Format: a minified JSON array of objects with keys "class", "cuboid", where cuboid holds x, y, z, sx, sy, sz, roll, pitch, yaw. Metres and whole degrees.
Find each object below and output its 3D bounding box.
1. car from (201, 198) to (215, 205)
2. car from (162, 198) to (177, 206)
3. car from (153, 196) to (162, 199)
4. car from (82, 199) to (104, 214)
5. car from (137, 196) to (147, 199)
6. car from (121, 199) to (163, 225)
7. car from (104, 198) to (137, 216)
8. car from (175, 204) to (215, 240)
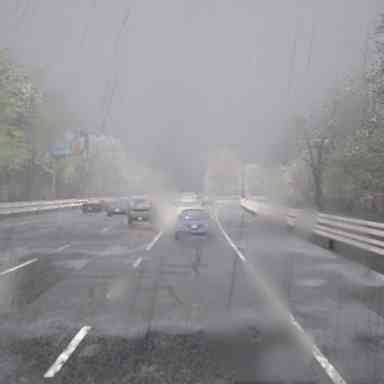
[{"class":"car","cuboid":[2.699,1.699,54.582,1.895,1.301,4.718,0,0,8]},{"class":"car","cuboid":[-3.398,1.694,54.679,1.895,1.301,4.718,0,0,0]},{"class":"car","cuboid":[-6.897,1.591,66.917,1.882,1.535,5.008,0,0,0]},{"class":"car","cuboid":[-10.398,1.539,36.299,1.882,1.535,5.008,0,0,0]},{"class":"car","cuboid":[-10.397,1.621,68.300,1.837,1.490,4.892,0,0,0]},{"class":"car","cuboid":[-3.400,1.533,24.250,2.128,1.511,4.902,0,0,0]},{"class":"car","cuboid":[-6.898,1.620,32.667,1.994,1.385,4.181,0,0,0]},{"class":"car","cuboid":[0.132,1.577,17.250,2.033,1.411,5.357,0,0,1]}]
